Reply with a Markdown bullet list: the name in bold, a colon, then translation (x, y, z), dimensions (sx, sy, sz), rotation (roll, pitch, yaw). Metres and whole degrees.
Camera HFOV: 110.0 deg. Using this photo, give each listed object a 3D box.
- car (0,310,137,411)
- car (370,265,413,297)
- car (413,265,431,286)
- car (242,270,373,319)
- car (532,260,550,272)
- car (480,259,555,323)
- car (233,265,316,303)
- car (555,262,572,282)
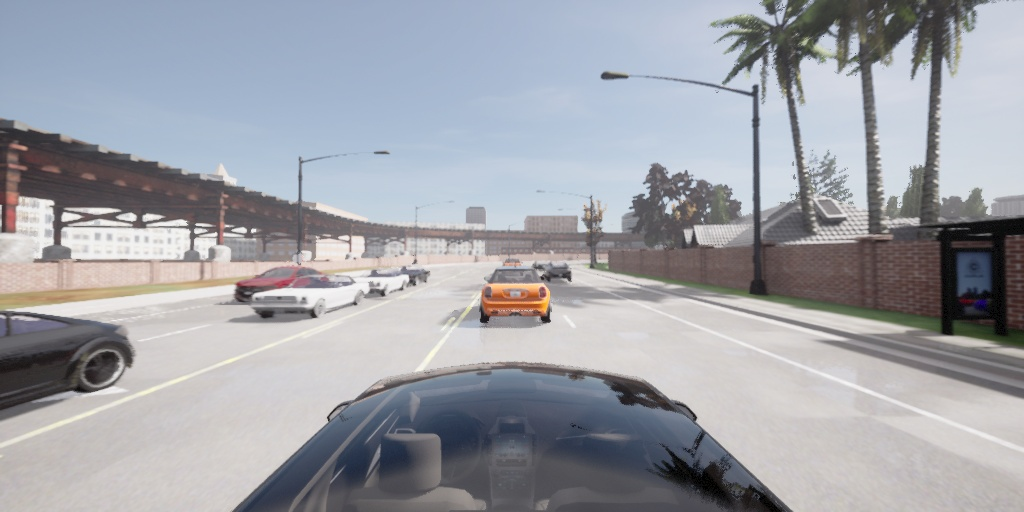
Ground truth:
- **car**: translation (-7.033, 1.320, 3.952), dimensions (1.994, 1.385, 4.181), rotation (0, 0, 1)
- **car**: translation (-7.000, 1.334, 19.000), dimensions (1.895, 1.301, 4.718), rotation (0, 0, 0)
- **car**: translation (-7.000, 1.306, 24.594), dimensions (1.895, 1.301, 4.718), rotation (0, 0, 0)
- **car**: translation (-7.010, 1.355, 13.024), dimensions (1.895, 1.301, 4.718), rotation (0, 0, 0)
- **car**: translation (3.579, 1.201, 44.548), dimensions (1.895, 1.301, 4.718), rotation (0, 0, 0)
- **car**: translation (0.100, 1.108, 12.388), dimensions (2.097, 1.767, 4.553), rotation (0, 0, 0)
- **car**: translation (-10.520, 1.219, 16.809), dimensions (1.882, 1.535, 5.008), rotation (0, 0, 0)
- **car**: translation (3.522, 1.179, 28.171), dimensions (2.128, 1.511, 4.902), rotation (0, 0, 0)
